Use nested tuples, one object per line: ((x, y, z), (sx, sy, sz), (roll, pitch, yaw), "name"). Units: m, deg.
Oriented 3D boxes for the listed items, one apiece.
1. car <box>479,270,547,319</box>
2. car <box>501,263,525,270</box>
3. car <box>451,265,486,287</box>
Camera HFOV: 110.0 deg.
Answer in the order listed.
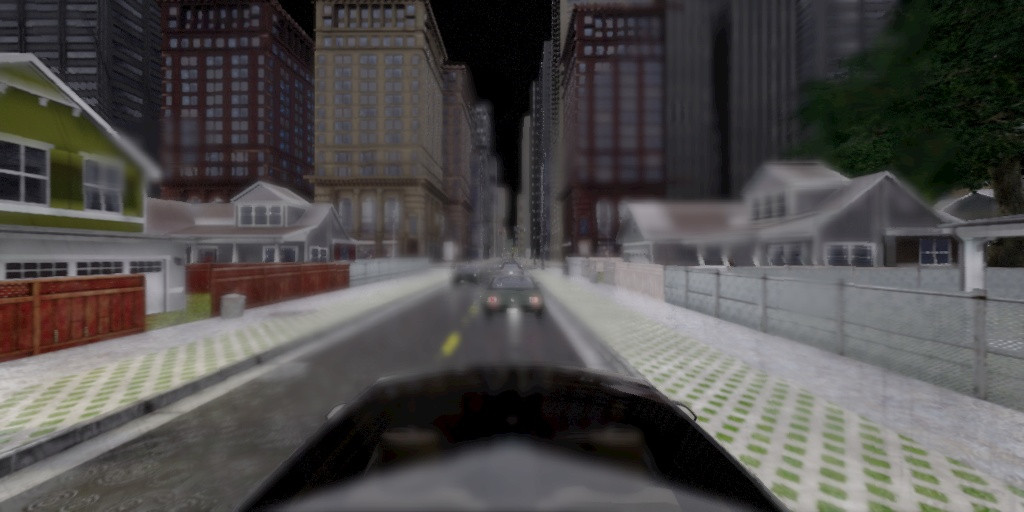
((0.086, 1.322, 12.581), (1.895, 1.301, 4.718), (0, 0, 0), "car")
((0.080, 1.257, 28.520), (1.994, 1.385, 4.181), (0, 0, 0), "car")
((-2.853, 1.301, 24.083), (1.895, 1.301, 4.718), (0, 0, 0), "car")
